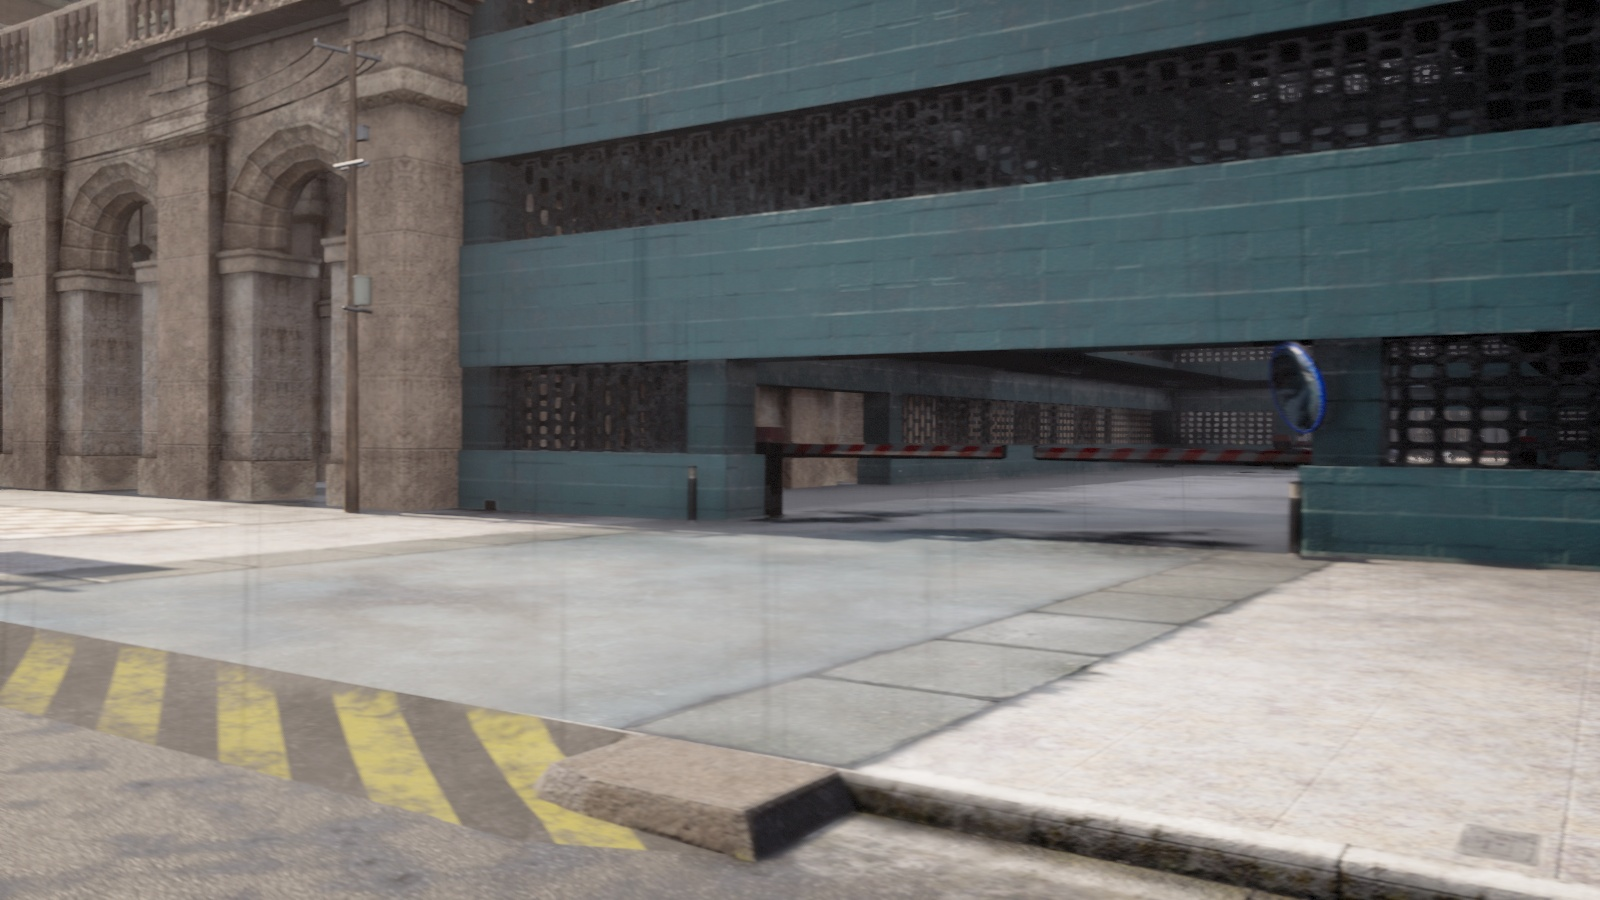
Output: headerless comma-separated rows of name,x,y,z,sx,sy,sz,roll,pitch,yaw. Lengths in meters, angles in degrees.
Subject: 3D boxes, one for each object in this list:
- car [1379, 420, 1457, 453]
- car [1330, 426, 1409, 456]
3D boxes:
car,35.934,-0.781,73.004,3.866,1.878,1.905,0,1,33
car,30.823,-0.480,67.957,3.705,1.549,1.789,0,1,32
